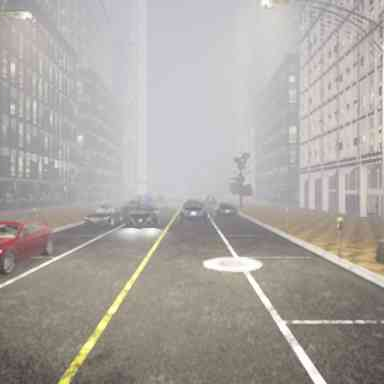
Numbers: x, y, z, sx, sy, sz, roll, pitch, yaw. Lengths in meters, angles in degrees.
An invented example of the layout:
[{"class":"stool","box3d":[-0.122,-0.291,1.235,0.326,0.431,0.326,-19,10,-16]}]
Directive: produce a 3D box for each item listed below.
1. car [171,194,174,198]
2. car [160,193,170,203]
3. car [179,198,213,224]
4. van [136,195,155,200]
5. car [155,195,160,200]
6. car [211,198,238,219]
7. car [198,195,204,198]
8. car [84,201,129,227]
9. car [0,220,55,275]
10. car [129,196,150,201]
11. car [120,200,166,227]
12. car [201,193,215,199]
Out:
[{"class":"car","box3d":[-5.675,1.289,72.913,1.947,1.339,4.313,0,0,0]},{"class":"car","box3d":[-5.677,1.210,61.527,1.967,1.590,4.097,0,0,0]},{"class":"car","box3d":[0.104,1.419,23.889,2.163,1.488,4.792,0,0,0]},{"class":"van","box3d":[-5.680,1.201,38.759,1.690,1.788,3.998,0,0,0]},{"class":"car","box3d":[-5.680,1.420,44.452,1.802,1.307,4.206,0,0,0]},{"class":"car","box3d":[2.698,1.469,27.361,1.947,1.339,4.313,0,0,0]},{"class":"car","box3d":[0.106,1.415,41.160,1.994,1.385,4.181,0,0,0]},{"class":"car","box3d":[-5.684,1.474,21.683,2.008,1.369,4.403,0,0,0]},{"class":"car","box3d":[-5.685,1.546,10.297,1.802,1.307,4.206,0,0,0]},{"class":"car","box3d":[-5.682,1.427,33.067,1.887,1.381,4.507,0,0,0]},{"class":"car","box3d":[-3.075,1.487,21.754,1.994,1.385,4.181,0,0,0]},{"class":"car","box3d":[2.702,1.256,50.127,1.967,1.590,4.097,0,0,0]}]
